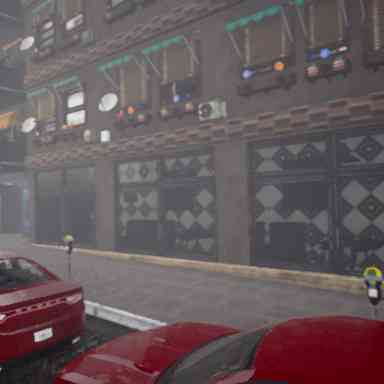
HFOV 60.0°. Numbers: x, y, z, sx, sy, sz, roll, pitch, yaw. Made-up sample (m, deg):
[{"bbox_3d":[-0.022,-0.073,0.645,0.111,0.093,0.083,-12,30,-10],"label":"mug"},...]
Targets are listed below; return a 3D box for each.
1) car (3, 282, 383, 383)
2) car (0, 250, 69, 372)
[{"bbox_3d":[0.900,1.549,2.101,4.507,1.381,1.887,-1,-2,36],"label":"car"},{"bbox_3d":[-3.602,1.612,5.311,4.507,1.381,1.887,-1,-2,36],"label":"car"}]
